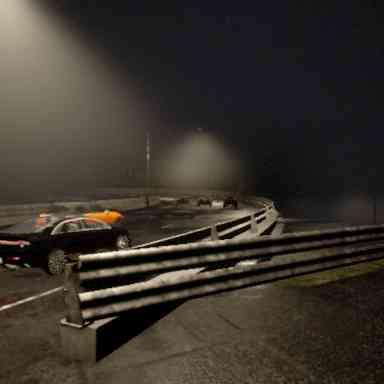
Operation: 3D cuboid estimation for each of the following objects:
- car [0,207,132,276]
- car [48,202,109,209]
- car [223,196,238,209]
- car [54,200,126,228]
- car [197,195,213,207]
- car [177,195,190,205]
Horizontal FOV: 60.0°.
[{"bbox_3d":[-3.763,1.443,10.356,2.128,1.511,4.902,0,0,24],"label":"car"},{"bbox_3d":[-5.190,1.278,16.144,2.097,1.767,4.553,0,0,21],"label":"car"},{"bbox_3d":[5.084,1.352,43.767,1.837,1.490,4.892,0,0,7],"label":"car"},{"bbox_3d":[-6.658,1.391,22.370,2.128,1.511,4.902,0,0,18],"label":"car"},{"bbox_3d":[1.931,1.177,47.964,2.097,1.767,4.553,0,0,5],"label":"car"},{"bbox_3d":[-1.300,1.289,53.142,2.128,1.511,4.902,0,0,2],"label":"car"}]
